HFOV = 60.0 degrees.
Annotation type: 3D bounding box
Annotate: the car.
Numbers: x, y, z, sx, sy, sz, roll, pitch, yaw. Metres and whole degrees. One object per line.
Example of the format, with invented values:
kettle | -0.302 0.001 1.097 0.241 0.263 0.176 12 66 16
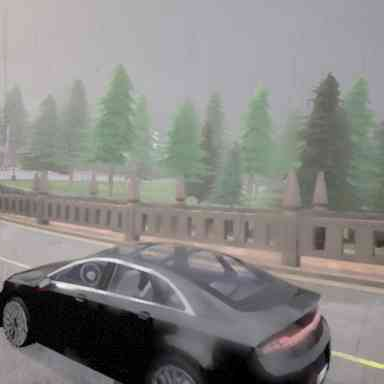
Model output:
car | -0.748 1.461 4.524 4.902 1.511 2.128 1 0 35
